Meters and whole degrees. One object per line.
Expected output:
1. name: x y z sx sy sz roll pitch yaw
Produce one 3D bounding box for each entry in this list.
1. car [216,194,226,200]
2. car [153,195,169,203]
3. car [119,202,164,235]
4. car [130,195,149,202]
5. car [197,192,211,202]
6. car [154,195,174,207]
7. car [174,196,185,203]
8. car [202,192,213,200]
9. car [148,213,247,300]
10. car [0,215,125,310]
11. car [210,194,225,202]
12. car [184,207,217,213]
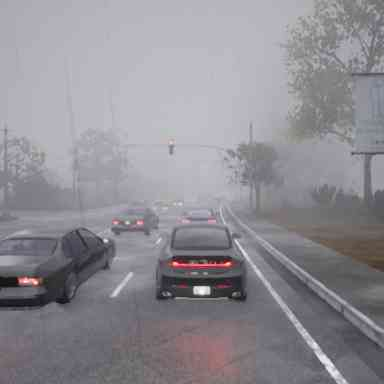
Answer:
1. car: 7.533 1.313 85.435 2.128 1.511 4.902 0 0 10
2. car: -6.049 1.429 66.426 2.128 1.511 4.902 0 0 8
3. car: -3.014 1.530 18.475 2.033 1.411 5.357 0 0 2
4. car: -7.954 1.304 50.625 2.097 1.767 4.553 0 0 6
5. car: 2.386 1.278 75.775 2.097 1.767 4.553 0 0 9
6. car: -4.481 1.430 50.218 1.882 1.535 5.008 0 0 6
7. car: -2.583 1.501 65.969 1.994 1.385 4.181 0 0 8
8. car: 4.017 0.995 85.651 2.150 2.045 5.566 0 0 10
9. car: 0.214 1.497 8.326 1.837 1.490 4.892 0 0 1
10. car: -3.303 1.539 8.037 2.033 1.411 5.357 0 0 1
11. car: 5.855 1.448 75.310 1.812 1.442 4.674 0 0 9
12. car: 0.460 1.509 17.573 1.812 1.442 4.674 0 0 4
